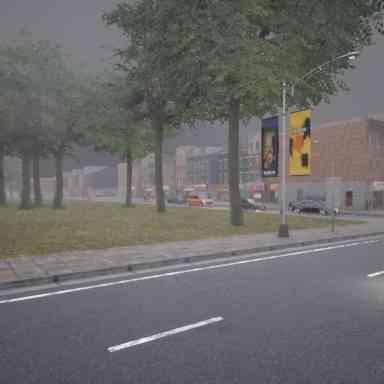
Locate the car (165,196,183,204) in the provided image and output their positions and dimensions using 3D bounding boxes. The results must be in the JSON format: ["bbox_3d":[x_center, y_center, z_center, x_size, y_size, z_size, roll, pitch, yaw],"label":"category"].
[{"bbox_3d":[-2.981,1.376,59.592,2.128,1.511,4.902,1,0,-35],"label":"car"}]

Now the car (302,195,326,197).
[{"bbox_3d":[13.203,1.297,36.725,2.150,2.045,5.566,1,0,-33],"label":"car"}]

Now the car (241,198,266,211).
[{"bbox_3d":[6.922,1.519,40.744,1.812,1.442,4.674,1,0,-36],"label":"car"}]

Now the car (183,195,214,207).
[{"bbox_3d":[1.201,1.273,48.767,2.097,1.767,4.553,1,0,-35],"label":"car"}]

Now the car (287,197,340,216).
[{"bbox_3d":[12.251,1.568,33.288,2.128,1.511,4.902,1,0,-36],"label":"car"}]
